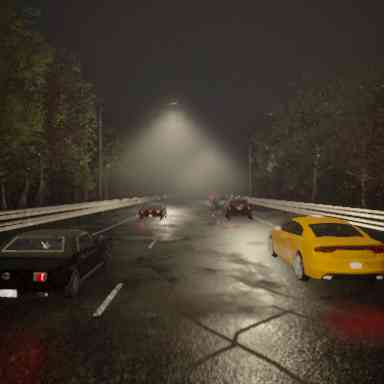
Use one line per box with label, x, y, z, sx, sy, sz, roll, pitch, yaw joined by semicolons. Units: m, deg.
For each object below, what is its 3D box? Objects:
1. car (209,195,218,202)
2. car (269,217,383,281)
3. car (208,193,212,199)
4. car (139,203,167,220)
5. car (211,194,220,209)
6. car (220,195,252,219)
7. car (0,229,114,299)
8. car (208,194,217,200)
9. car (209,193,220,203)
car;4.898;1.419;76.312;1.837;1.490;4.892;0;0;2
car;3.633;1.470;9.817;1.882;1.535;5.008;0;0;0
car;4.531;1.152;65.393;2.150;2.045;5.566;0;0;2
car;-3.197;1.575;28.154;1.895;1.301;4.718;0;0;1
car;3.961;1.390;43.460;2.033;1.649;4.856;0;0;1
car;3.812;1.327;28.610;2.097;1.767;4.553;0;0;1
car;-3.376;1.594;8.397;1.895;1.301;4.718;0;0;0
car;5.323;1.390;87.259;2.128;1.511;4.902;0;0;2
car;4.218;1.423;54.412;1.882;1.535;5.008;0;0;1
